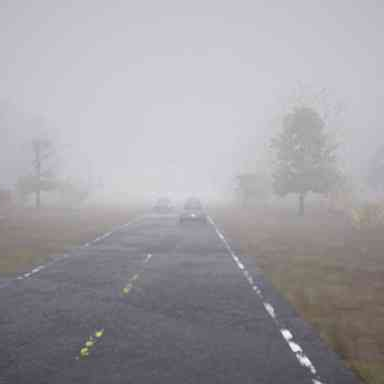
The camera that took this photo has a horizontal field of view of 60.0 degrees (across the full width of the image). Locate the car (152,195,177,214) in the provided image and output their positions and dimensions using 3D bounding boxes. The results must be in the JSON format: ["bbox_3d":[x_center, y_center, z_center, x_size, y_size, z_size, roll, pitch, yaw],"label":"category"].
[{"bbox_3d":[-3.106,1.374,36.242,2.097,1.767,4.553,0,0,0],"label":"car"}]

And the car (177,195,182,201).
[{"bbox_3d":[-3.034,1.417,76.817,1.882,1.535,5.008,0,0,0],"label":"car"}]

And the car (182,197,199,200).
[{"bbox_3d":[0.080,1.377,42.536,2.097,1.767,4.553,0,0,0],"label":"car"}]

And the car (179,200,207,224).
[{"bbox_3d":[0.088,1.578,24.918,1.994,1.385,4.181,0,0,0],"label":"car"}]
